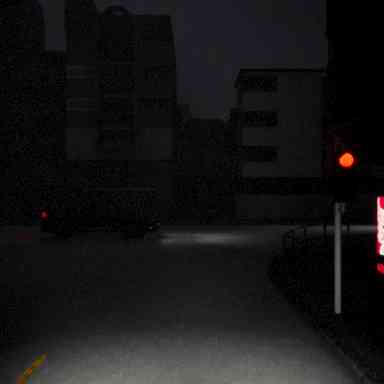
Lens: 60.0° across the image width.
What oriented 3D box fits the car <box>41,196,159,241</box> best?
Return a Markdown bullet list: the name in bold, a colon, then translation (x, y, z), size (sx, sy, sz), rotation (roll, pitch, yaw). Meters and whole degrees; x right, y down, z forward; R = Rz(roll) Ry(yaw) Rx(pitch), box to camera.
- **car**: translation (-4.424, 1.219, 16.280), size (5.566, 2.045, 2.150), rotation (0, 0, 0)
